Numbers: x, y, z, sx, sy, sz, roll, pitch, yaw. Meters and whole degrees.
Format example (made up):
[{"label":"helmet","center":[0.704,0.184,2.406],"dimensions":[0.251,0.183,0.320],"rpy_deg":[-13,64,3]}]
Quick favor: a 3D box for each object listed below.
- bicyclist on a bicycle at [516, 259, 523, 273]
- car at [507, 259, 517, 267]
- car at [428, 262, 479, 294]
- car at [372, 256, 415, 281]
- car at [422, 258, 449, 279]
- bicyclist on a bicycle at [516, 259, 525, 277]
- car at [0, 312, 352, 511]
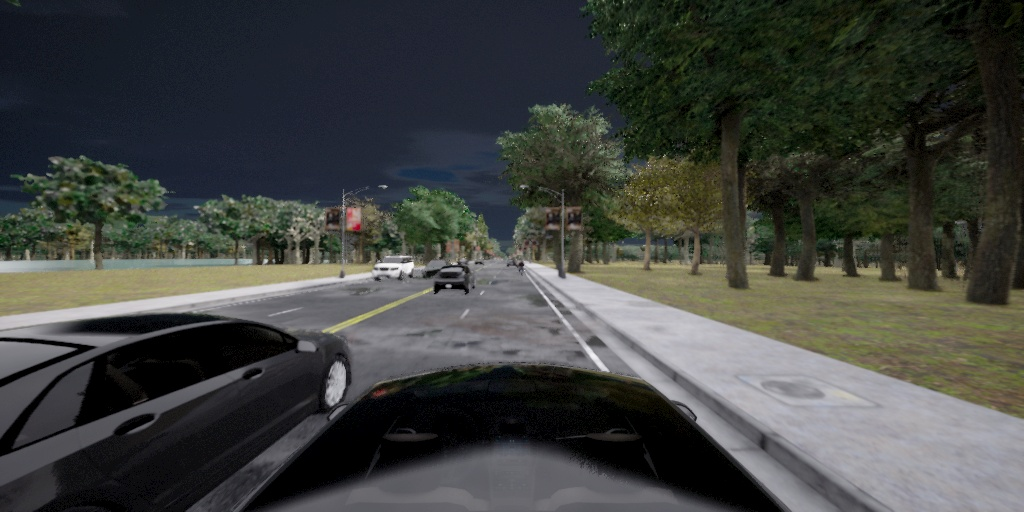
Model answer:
[{"label":"bicyclist on a bicycle","center":[0.885,1.197,42.889],"dimensions":[0.866,1.612,1.509],"rpy_deg":[0,0,0]},{"label":"car","center":[0.025,1.284,65.348],"dimensions":[1.812,1.442,4.674],"rpy_deg":[0,0,1]},{"label":"car","center":[-3.154,1.261,20.280],"dimensions":[1.837,1.490,4.892],"rpy_deg":[0,0,0]},{"label":"car","center":[-9.848,0.980,30.307],"dimensions":[2.150,2.045,5.566],"rpy_deg":[0,0,0]},{"label":"car","center":[-6.597,1.110,32.093],"dimensions":[2.097,1.767,4.553],"rpy_deg":[0,0,0]},{"label":"bicyclist on a bicycle","center":[0.888,1.130,33.262],"dimensions":[0.659,1.776,1.843],"rpy_deg":[0,0,0]},{"label":"car","center":[-3.151,1.255,3.120],"dimensions":[1.837,1.490,4.892],"rpy_deg":[0,0,0]}]
